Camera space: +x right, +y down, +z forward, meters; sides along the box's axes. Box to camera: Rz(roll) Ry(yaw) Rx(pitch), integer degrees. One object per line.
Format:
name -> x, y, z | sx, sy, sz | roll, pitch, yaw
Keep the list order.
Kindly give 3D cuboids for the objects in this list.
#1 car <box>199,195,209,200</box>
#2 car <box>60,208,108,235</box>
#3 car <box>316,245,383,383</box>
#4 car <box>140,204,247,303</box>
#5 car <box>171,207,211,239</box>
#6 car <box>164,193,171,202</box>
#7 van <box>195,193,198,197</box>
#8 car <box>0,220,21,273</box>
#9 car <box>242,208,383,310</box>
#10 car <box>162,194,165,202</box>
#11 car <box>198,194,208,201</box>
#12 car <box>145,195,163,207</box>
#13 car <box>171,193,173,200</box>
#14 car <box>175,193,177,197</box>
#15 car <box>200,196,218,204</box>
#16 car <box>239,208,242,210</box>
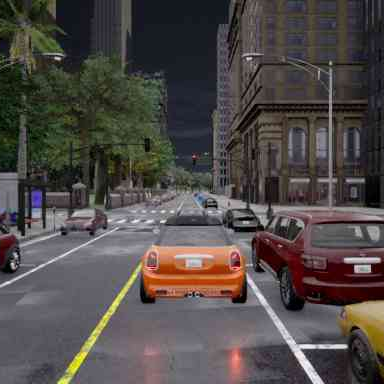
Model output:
car -> 2.499, 1.541, 50.425 | 1.947, 1.339, 4.313 | 0, 0, 0
car -> -5.858, 1.577, 18.541 | 1.802, 1.307, 4.206 | 0, 0, 0
car -> 2.752, 1.525, 2.463 | 1.752, 1.417, 4.829 | 0, 0, 0
car -> 0.032, 1.351, 8.340 | 2.097, 1.767, 4.553 | 0, 0, 0
car -> -0.031, 1.596, 18.159 | 1.895, 1.301, 4.718 | 0, 0, 0
car -> -6.141, 1.393, 72.081 | 1.967, 1.590, 4.097 | 0, 0, 0
van -> 2.326, 1.278, 82.947 | 1.690, 1.788, 3.998 | 0, 0, 0
car -> -5.801, 1.439, 7.689 | 1.967, 1.590, 4.097 | 0, 0, 0
car -> 2.724, 1.314, 7.718 | 2.192, 1.841, 5.009 | 0, 0, 0
car -> -6.055, 1.411, 55.820 | 1.967, 1.590, 4.097 | 0, 0, 0
car -> 2.469, 1.496, 56.016 | 1.752, 1.417, 4.829 | 0, 0, 0
car -> -6.026, 1.526, 50.400 | 2.008, 1.369, 4.403 | 0, 0, 0
car -> -6.170, 1.260, 77.501 | 2.192, 1.841, 5.009 | 0, 0, 0
car -> -6.256, 1.234, 93.762 | 2.192, 1.841, 5.009 | 0, 0, 0
car -> 2.528, 1.545, 45.005 | 1.947, 1.339, 4.313 | 0, 0, 0
car -> 2.667, 1.561, 18.569 | 1.947, 1.339, 4.313 | 0, 0, 0
